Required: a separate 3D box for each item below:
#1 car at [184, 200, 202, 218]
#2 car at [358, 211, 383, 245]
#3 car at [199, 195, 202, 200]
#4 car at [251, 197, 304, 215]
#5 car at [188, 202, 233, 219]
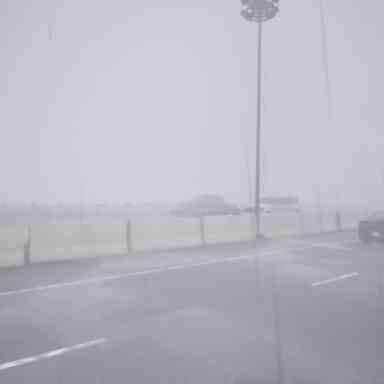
[{"bbox_3d":[0.341,1.667,30.027,4.718,1.301,1.895,0,0,-35],"label":"car"},{"bbox_3d":[9.329,1.535,14.696,5.008,1.535,1.882,0,0,-35],"label":"car"},{"bbox_3d":[1.080,1.315,34.852,5.566,2.045,2.150,1,0,-35],"label":"car"},{"bbox_3d":[6.270,1.304,25.657,5.566,2.045,2.150,1,0,-35],"label":"car"},{"bbox_3d":[2.391,1.667,27.191,4.718,1.301,1.895,0,0,-35],"label":"car"}]
